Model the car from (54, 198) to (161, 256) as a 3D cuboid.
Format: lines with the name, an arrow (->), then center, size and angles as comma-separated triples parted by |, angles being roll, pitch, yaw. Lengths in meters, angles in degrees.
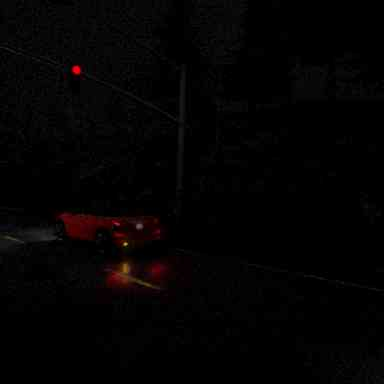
car -> -3.186, 1.049, 12.104 | 4.553, 1.767, 2.097 | 2, 1, 45
